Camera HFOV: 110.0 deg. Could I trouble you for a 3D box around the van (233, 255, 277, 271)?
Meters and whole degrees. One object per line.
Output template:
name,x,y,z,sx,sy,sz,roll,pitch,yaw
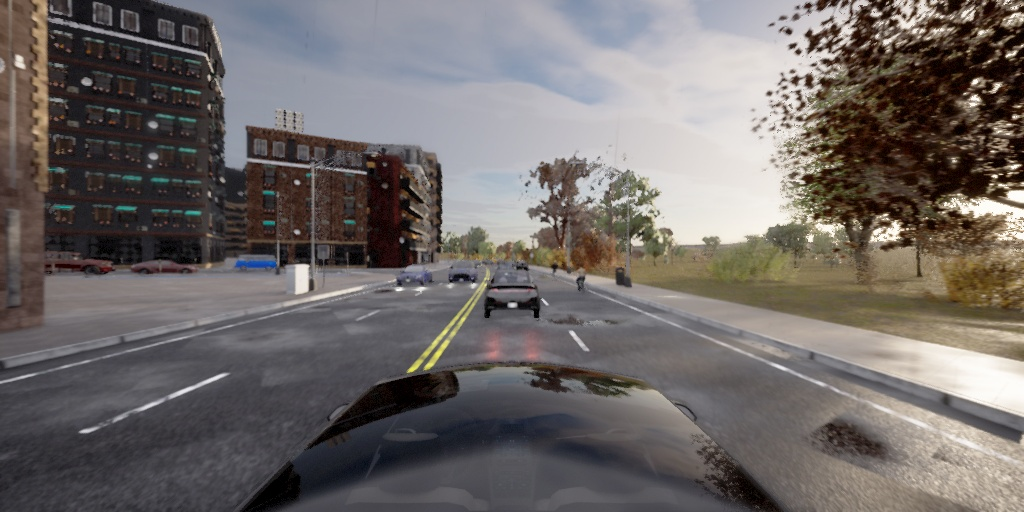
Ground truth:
van,-28.827,0.815,40.512,3.998,1.789,1.690,0,0,-32

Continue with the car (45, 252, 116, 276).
car,-34.050,0.629,27.391,5.009,1.841,2.192,0,0,-32

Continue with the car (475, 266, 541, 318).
car,-0.018,1.290,13.291,2.128,1.511,4.902,0,0,-1

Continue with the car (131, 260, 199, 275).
car,-29.267,0.993,30.366,4.207,1.307,1.802,0,0,-32

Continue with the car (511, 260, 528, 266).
car,1.368,1.457,53.840,1.837,1.490,4.892,0,0,-4

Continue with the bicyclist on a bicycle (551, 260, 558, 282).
bicyclist on a bicycle,3.549,1.232,29.998,0.659,1.776,1.843,0,0,-2

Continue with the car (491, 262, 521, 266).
car,-0.553,1.433,31.189,1.994,1.385,4.181,0,0,-2

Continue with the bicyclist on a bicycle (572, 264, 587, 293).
bicyclist on a bicycle,3.906,1.262,20.367,0.866,1.612,1.509,0,0,-2

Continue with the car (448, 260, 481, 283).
car,-3.847,1.214,29.055,2.097,1.767,4.553,0,0,-2

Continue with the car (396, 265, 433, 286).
car,-7.001,1.379,26.264,1.812,1.442,4.674,0,0,-2
